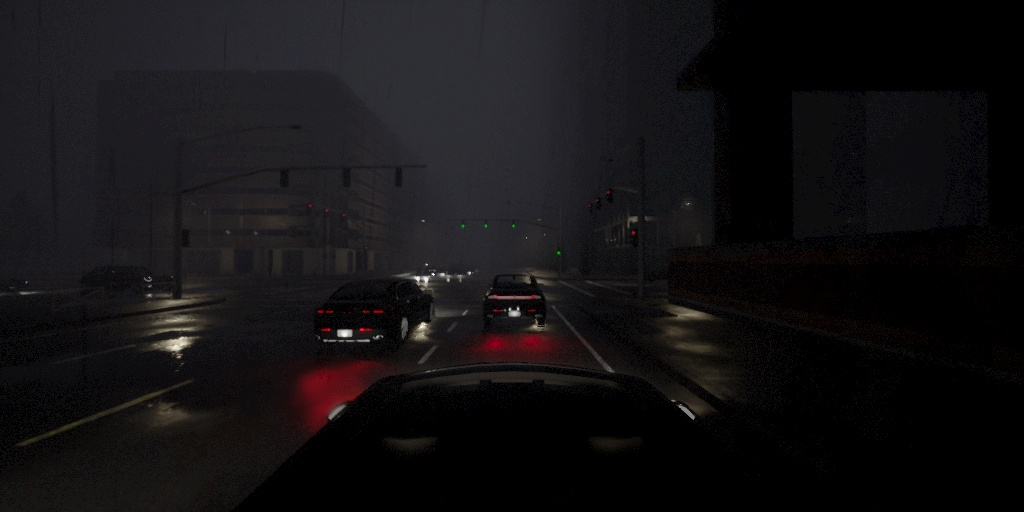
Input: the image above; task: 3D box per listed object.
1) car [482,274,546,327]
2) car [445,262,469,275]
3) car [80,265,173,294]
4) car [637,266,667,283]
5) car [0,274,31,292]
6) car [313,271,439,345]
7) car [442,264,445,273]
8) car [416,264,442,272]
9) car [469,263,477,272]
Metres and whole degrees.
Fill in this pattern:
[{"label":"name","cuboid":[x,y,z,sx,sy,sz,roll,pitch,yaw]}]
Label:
[{"label":"car","cuboid":[0.069,1.358,12.085,2.128,1.511,4.902,0,-1,0]},{"label":"car","cuboid":[-7.439,1.754,48.948,1.882,1.535,5.008,0,-1,0]},{"label":"car","cuboid":[-23.681,1.387,22.283,4.553,1.767,2.097,0,-1,0]},{"label":"car","cuboid":[13.981,1.643,32.878,4.902,1.511,2.128,0,-1,0]},{"label":"car","cuboid":[-33.672,1.583,22.307,5.357,1.411,2.033,0,-1,0]},{"label":"car","cuboid":[-3.433,1.346,9.784,1.837,1.490,4.892,0,0,0]},{"label":"car","cuboid":[-10.895,1.950,55.523,1.895,1.301,4.718,0,-1,1]},{"label":"car","cuboid":[-10.935,1.737,46.181,2.128,1.511,4.902,0,-1,0]},{"label":"car","cuboid":[-7.349,1.951,58.963,1.994,1.385,4.181,0,-1,1]}]
